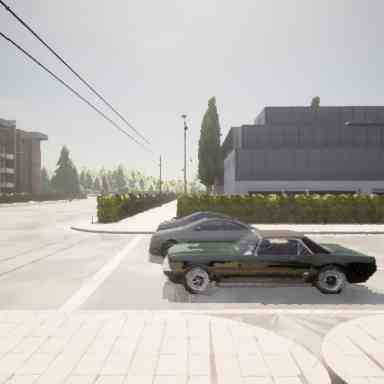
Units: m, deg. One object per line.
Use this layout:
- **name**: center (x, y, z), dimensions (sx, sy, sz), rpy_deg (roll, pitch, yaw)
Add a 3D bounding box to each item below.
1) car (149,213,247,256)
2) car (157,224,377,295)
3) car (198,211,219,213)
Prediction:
- **car**: center (0.620, 1.564, 11.590), dimensions (4.181, 1.385, 1.994), rpy_deg (0, 0, 0)
- **car**: center (1.672, 1.601, 8.090), dimensions (4.718, 1.301, 1.895), rpy_deg (0, 0, 0)
- **car**: center (0.479, 1.564, 15.138), dimensions (4.181, 1.385, 1.994), rpy_deg (0, 0, 2)
